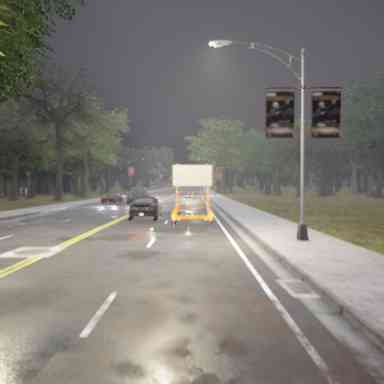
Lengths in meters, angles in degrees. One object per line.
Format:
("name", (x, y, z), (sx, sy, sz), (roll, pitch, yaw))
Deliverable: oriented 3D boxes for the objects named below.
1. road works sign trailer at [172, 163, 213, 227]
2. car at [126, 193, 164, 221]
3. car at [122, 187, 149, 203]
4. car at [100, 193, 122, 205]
("road works sign trailer", (0.026, 0.104, 19.380), (2.380, 3.560, 2.880), (0, 1, 0))
("car", (-3.105, 1.077, 22.878), (1.837, 1.490, 4.892), (0, 1, 0))
("car", (-6.452, 0.450, 40.087), (2.150, 2.045, 5.566), (0, 1, 1))
("car", (-9.696, 0.821, 40.512), (1.895, 1.301, 4.718), (0, 1, 1))
